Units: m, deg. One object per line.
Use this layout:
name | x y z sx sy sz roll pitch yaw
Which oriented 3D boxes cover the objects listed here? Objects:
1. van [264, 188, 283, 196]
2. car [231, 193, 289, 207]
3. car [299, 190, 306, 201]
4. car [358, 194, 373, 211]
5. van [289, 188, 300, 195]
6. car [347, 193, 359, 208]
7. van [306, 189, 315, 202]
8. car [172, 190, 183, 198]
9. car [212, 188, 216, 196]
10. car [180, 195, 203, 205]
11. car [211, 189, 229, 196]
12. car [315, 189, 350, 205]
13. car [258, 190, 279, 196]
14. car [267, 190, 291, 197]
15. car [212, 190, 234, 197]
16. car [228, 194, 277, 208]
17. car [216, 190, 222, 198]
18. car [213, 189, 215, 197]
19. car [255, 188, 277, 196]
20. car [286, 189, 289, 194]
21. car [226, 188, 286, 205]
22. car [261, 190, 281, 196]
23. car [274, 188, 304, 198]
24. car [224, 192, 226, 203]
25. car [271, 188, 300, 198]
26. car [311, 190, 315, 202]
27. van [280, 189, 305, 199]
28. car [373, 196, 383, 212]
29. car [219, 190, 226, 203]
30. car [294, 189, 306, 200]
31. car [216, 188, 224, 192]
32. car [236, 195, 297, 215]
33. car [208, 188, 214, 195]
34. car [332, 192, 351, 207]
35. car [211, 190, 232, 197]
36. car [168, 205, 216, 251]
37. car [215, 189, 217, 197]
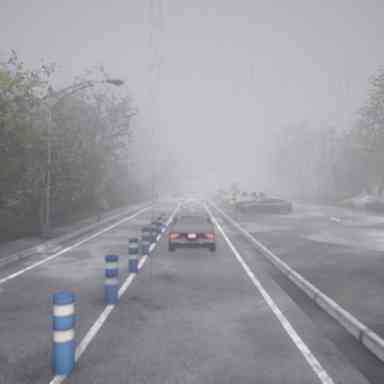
van | 20.463 0.070 83.387 4.442 1.987 1.878 0 1 1
car | 6.838 1.199 33.544 5.008 1.535 2.097 0 1 0
car | 20.111 0.783 52.933 4.792 1.488 2.163 0 1 1
car | 19.883 1.224 33.425 4.792 1.488 2.163 0 1 1
van | 20.020 0.432 58.320 4.442 1.987 1.878 0 1 0
car | 19.934 1.170 36.194 4.674 1.452 2.002 0 1 1
van | 20.174 0.585 50.156 4.442 1.987 1.878 0 1 0
car | -3.093 0.315 72.447 2.097 1.767 4.553 0 1 0
car | 7.117 0.530 69.616 4.792 1.488 2.163 0 1 0
car | 0.014 1.221 29.427 1.812 1.442 4.674 0 1 0
car | 7.260 0.136 86.269 4.553 1.767 2.185 0 1 0
car | 20.037 0.688 44.494 5.566 2.045 2.435 0 1 0
car | 20.388 0.218 88.806 5.008 1.535 2.097 0 1 1
car | 20.291 0.377 77.727 5.008 1.535 2.097 0 1 1
car | 7.225 0.382 77.943 4.892 1.521 2.231 0 1 1
car | 7.067 1.069 39.093 5.366 1.575 1.946 0 1 0
car | 6.793 0.812 50.318 5.366 1.575 1.946 0 1 0
car | 7.093 0.570 66.840 4.792 1.488 2.163 0 1 0
car | 20.390 -0.075 91.697 5.566 2.045 2.435 0 1 0
car | 20.158 0.615 61.108 5.008 1.535 2.097 0 1 1
car | 6.885 0.884 36.313 5.566 2.045 2.435 0 1 0
car | 20.367 0.298 86.036 4.674 1.452 2.002 0 1 0
car | 20.197 0.245 69.413 5.566 2.045 2.435 0 1 0
car | 6.912 1.009 41.870 4.892 1.521 2.231 0 1 0
car | 20.221 0.205 72.183 5.566 2.045 2.435 0 1 0
car | 20.004 0.905 47.270 4.792 1.488 2.163 0 1 0
van | 20.084 0.310 66.645 4.442 1.987 1.878 0 1 1
car | 19.921 1.130 30.776 4.553 1.767 2.185 0 1 0
car | 6.744 0.941 44.647 5.366 1.575 1.946 0 1 0
car | 20.134 0.733 55.571 4.792 1.488 2.163 0 1 1
car | 7.081 0.536 58.513 4.553 1.767 2.185 0 1 0
car | 6.780 1.293 30.770 4.792 1.488 2.163 0 1 0
car | 7.009 0.418 75.169 5.366 1.575 1.946 0 1 0
car | 19.775 1.064 38.964 5.366 1.575 1.946 0 1 1
car | 7.236 0.342 80.719 4.892 1.521 2.231 0 1 0
car | 0.005 1.523 14.016 2.033 1.411 5.357 0 1 0
car | 7.103 0.649 61.288 4.792 1.488 2.163 0 1 1
